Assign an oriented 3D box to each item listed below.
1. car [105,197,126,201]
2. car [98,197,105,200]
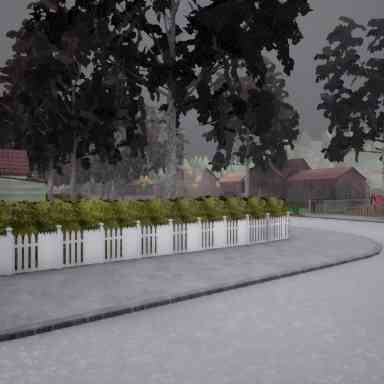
[{"bbox_3d":[-10.439,1.564,47.810,1.994,1.385,4.181,0,0,-34],"label":"car"},{"bbox_3d":[-17.215,1.564,64.493,1.994,1.385,4.181,0,0,-36],"label":"car"}]
